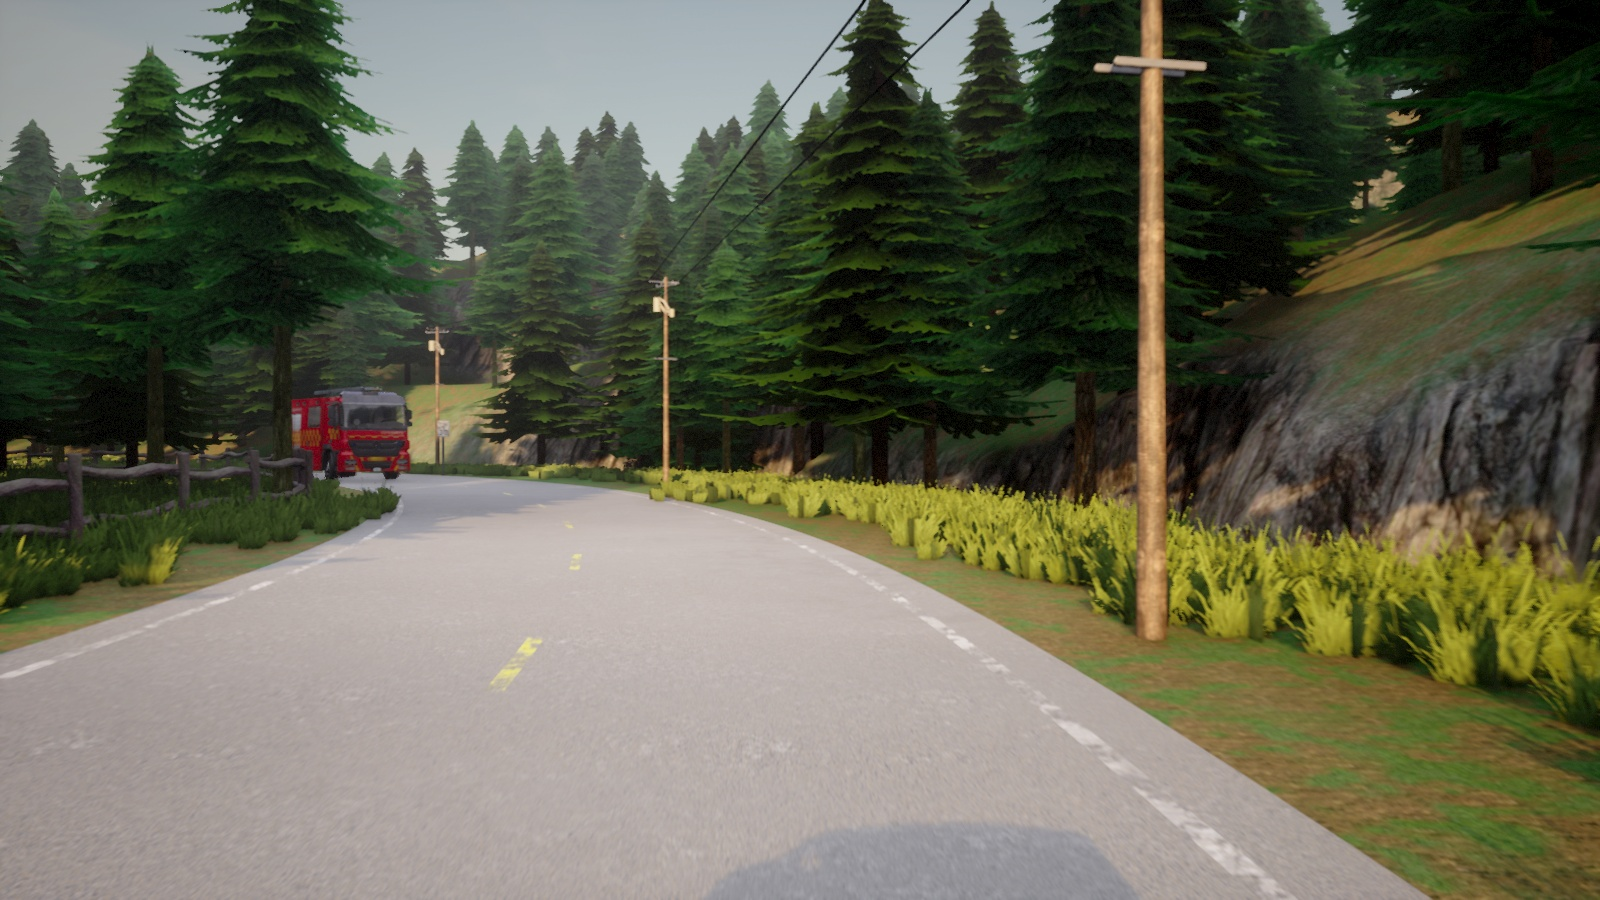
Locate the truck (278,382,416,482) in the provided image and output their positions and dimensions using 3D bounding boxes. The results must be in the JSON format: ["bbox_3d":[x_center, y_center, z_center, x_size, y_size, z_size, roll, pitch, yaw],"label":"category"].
[{"bbox_3d":[-19.046,-0.720,52.449,2.891,3.827,8.468,0,0,-38],"label":"truck"}]
